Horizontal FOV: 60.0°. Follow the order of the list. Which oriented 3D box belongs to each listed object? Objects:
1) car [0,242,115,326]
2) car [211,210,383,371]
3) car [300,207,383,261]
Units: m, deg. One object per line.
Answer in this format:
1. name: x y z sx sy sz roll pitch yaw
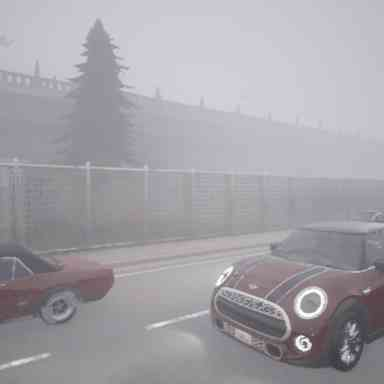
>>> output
1. car: -3.846 1.606 5.546 4.718 1.301 1.895 0 0 -36
2. car: 2.512 1.345 5.790 4.553 1.767 2.097 0 0 -36
3. car: 6.673 1.474 13.066 4.902 1.511 2.128 0 0 -35
